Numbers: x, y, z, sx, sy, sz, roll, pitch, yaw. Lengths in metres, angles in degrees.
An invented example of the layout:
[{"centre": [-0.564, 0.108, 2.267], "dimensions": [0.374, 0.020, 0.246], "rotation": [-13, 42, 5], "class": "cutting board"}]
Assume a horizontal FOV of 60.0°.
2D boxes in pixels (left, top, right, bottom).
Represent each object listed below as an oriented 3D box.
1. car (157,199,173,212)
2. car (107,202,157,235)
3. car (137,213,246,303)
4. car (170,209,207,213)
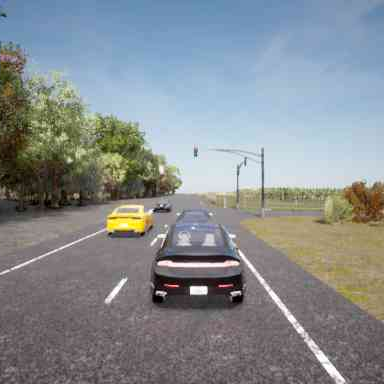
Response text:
[{"centre": [-3.313, 1.550, 38.875], "dimensions": [2.033, 1.411, 5.357], "rotation": [0, 0, 0], "class": "car"}, {"centre": [-3.360, 1.480, 18.790], "dimensions": [1.882, 1.535, 5.008], "rotation": [0, 0, 0], "class": "car"}, {"centre": [0.118, 1.493, 8.184], "dimensions": [2.128, 1.511, 4.902], "rotation": [0, 0, 0], "class": "car"}, {"centre": [0.137, 1.566, 17.101], "dimensions": [1.994, 1.385, 4.181], "rotation": [0, 0, 0], "class": "car"}]
